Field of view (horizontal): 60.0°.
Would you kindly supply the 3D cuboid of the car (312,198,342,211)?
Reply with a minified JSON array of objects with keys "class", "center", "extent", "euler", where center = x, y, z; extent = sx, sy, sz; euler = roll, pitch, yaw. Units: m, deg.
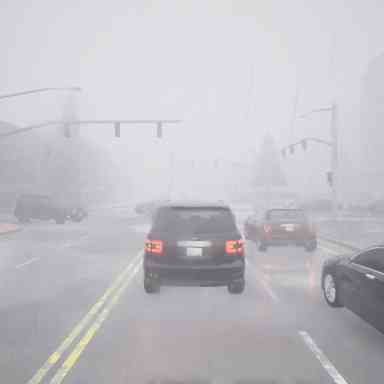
[{"class":"car","center":[14.435,1.505,37.539],"extent":[4.892,1.490,1.837],"euler":[0,0,-2]}]

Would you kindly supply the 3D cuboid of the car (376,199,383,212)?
[{"class":"car","center":[24.174,1.547,37.801],"extent":[5.357,1.411,2.033],"euler":[0,0,-1]}]

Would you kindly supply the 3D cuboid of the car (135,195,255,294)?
[{"class":"car","center":[0.053,1.221,8.960],"extent":[2.150,2.045,5.566],"euler":[0,0,0]}]

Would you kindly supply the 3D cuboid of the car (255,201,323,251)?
[{"class":"car","center":[3.535,1.352,14.138],"extent":[2.097,1.767,4.553],"euler":[0,0,0]}]

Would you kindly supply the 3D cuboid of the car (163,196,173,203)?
[{"class":"car","center":[-5.079,1.553,71.188],"extent":[1.994,1.385,4.181],"euler":[0,0,-1]}]

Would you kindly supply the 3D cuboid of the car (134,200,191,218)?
[{"class":"car","center":[-2.590,1.491,29.517],"extent":[4.902,1.511,2.128],"euler":[0,0,-4]}]

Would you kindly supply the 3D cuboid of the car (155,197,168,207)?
[{"class":"car","center":[-4.704,1.526,51.917],"extent":[1.812,1.442,4.674],"euler":[0,0,-1]}]

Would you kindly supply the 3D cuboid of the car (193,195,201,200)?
[{"class":"car","center":[1.461,1.553,90.341],"extent":[1.994,1.385,4.181],"euler":[0,0,-1]}]

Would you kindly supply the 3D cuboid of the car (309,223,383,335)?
[{"class":"car","center":[3.607,1.505,5.057],"extent":[1.837,1.490,4.892],"euler":[0,0,0]}]

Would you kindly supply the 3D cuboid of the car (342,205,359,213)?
[{"class":"car","center":[18.485,1.601,34.147],"extent":[4.718,1.301,1.895],"euler":[0,0,-2]}]

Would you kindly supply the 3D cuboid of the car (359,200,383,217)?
[{"class":"car","center":[18.543,1.491,30.438],"extent":[4.902,1.511,2.128],"euler":[0,0,-2]}]

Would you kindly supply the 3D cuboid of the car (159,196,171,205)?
[{"class":"car","center":[-4.904,1.478,61.307],"extent":[1.882,1.535,5.008],"euler":[0,0,-1]}]

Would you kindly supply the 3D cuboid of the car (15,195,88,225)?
[{"class":"car","center":[-10.222,1.222,24.091],"extent":[5.566,2.045,2.150],"euler":[0,-1,23]}]

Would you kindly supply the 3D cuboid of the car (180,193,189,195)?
[{"class":"car","center":[-1.795,1.496,80.194],"extent":[1.837,1.490,4.892],"euler":[0,0,-1]}]
